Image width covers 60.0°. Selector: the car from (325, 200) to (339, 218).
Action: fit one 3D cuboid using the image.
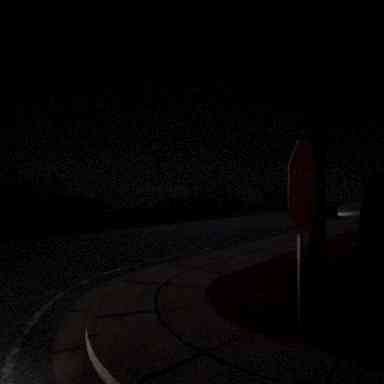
[{"bbox_3d":[11.527,1.455,29.498,2.128,1.511,4.902,0,0,38],"label":"car"}]
